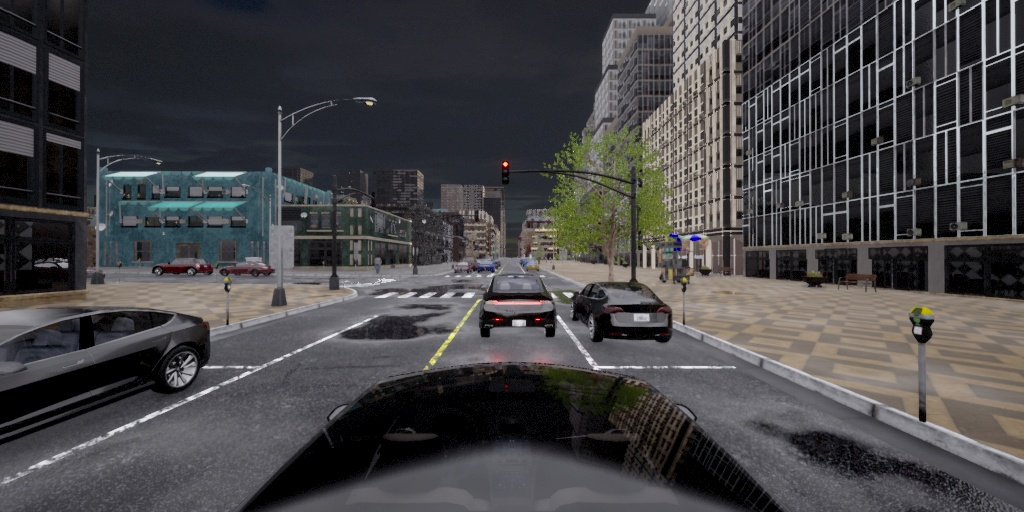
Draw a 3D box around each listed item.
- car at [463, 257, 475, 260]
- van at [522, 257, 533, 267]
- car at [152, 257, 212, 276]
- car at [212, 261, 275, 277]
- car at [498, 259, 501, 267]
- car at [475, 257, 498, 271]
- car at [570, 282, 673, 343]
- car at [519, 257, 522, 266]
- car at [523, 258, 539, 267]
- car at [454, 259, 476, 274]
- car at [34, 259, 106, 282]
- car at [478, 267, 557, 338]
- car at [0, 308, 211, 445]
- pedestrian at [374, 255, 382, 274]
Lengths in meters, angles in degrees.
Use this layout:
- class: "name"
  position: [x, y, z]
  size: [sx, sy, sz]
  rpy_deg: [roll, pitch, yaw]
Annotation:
- class: "car"
  position: [-5.670, 1.068, 47.566]
  size: [2.192, 1.841, 5.009]
  rpy_deg: [0, 0, 0]
- class: "van"
  position: [2.713, 1.094, 53.116]
  size: [1.690, 1.789, 3.998]
  rpy_deg: [0, 0, 0]
- class: "car"
  position: [-28.357, 0.879, 30.860]
  size: [4.097, 1.591, 1.967]
  rpy_deg: [0, 0, -1]
- class: "car"
  position: [-22.809, 1.090, 30.936]
  size: [4.207, 1.307, 1.802]
  rpy_deg: [0, 0, -1]
- class: "car"
  position: [-3.057, 1.318, 53.538]
  size: [1.994, 1.385, 4.181]
  rpy_deg: [0, 0, 1]
- class: "car"
  position: [-3.083, 1.230, 43.687]
  size: [1.882, 1.535, 5.008]
  rpy_deg: [0, 0, 0]
- class: "car"
  position: [2.694, 1.316, 9.536]
  size: [1.948, 1.339, 4.313]
  rpy_deg: [0, 0, 0]
- class: "car"
  position: [2.717, 1.305, 64.218]
  size: [2.007, 1.370, 4.403]
  rpy_deg: [0, 0, 0]
- class: "car"
  position: [2.710, 1.278, 47.735]
  size: [1.751, 1.417, 4.829]
  rpy_deg: [0, 0, 0]
- class: "car"
  position: [-5.673, 1.335, 42.015]
  size: [1.802, 1.307, 4.207]
  rpy_deg: [0, 0, 0]
- class: "car"
  position: [-28.242, 0.980, 22.481]
  size: [4.207, 1.307, 1.802]
  rpy_deg: [0, 0, -1]
- class: "car"
  position: [0.114, 1.242, 10.206]
  size: [2.128, 1.511, 4.902]
  rpy_deg: [0, 0, -1]
- class: "car"
  position: [-5.689, 1.316, 4.000]
  size: [1.948, 1.339, 4.313]
  rpy_deg: [0, 0, 0]
- class: "pedestrian"
  position: [-12.736, 0.789, 34.023]
  size: [0.375, 1.860, 0.375]
  rpy_deg: [0, -1, -1]
